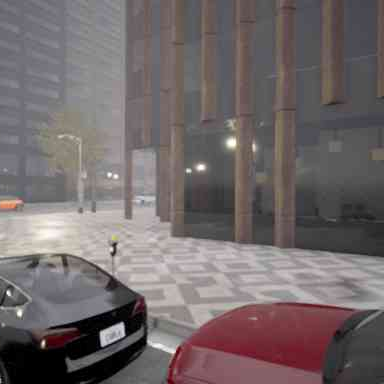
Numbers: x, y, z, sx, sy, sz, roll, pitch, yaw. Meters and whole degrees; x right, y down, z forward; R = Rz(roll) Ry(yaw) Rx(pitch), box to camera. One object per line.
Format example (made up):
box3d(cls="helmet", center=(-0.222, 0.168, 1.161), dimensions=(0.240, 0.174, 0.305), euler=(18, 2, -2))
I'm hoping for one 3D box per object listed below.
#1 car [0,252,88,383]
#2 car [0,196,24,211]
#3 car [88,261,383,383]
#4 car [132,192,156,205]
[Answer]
box3d(cls="car", center=(-2.542, 1.557, 4.777), dimensions=(4.313, 1.339, 1.947), euler=(0, 0, 35))
box3d(cls="car", center=(-20.755, 1.231, 35.874), dimensions=(2.097, 1.767, 4.553), euler=(0, 0, 35))
box3d(cls="car", center=(2.047, 1.317, 1.503), dimensions=(5.009, 1.841, 2.192), euler=(0, 0, 35))
box3d(cls="car", center=(-7.517, 1.054, 54.481), dimensions=(2.150, 2.045, 5.566), euler=(0, 0, 36))
